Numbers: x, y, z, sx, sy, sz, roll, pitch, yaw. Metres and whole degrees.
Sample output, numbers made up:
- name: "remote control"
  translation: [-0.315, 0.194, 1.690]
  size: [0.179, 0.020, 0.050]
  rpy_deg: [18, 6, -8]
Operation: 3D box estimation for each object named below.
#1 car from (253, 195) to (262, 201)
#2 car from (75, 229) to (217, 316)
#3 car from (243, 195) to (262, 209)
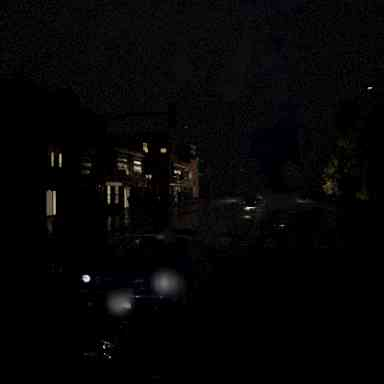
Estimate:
- name: "car"
  translation: [14.752, 1.332, 74.501]
  size: [1.812, 1.442, 4.674]
  rpy_deg: [0, 0, 13]
- name: "car"
  translation: [-0.675, 1.601, 7.766]
  size: [1.895, 1.301, 4.718]
  rpy_deg: [0, 0, 13]
- name: "car"
  translation: [8.223, 1.339, 46.233]
  size: [2.097, 1.767, 4.553]
  rpy_deg: [0, 0, 13]
